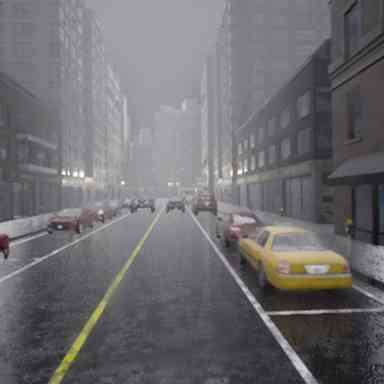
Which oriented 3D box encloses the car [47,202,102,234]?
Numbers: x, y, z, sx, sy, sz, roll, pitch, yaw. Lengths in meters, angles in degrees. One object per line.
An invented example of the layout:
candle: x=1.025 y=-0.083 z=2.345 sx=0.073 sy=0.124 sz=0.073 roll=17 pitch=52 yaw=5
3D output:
car: x=-6.784 y=1.509 z=19.064 sx=1.887 sy=1.381 sz=4.507 roll=0 pitch=0 yaw=-3

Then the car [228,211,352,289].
car: x=2.298 y=1.440 z=8.727 sx=1.752 sy=1.417 sz=4.829 roll=0 pitch=0 yaw=-3

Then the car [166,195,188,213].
car: x=-1.687 y=1.329 z=34.499 sx=1.837 sy=1.490 sz=4.892 roll=-1 pitch=0 yaw=-3

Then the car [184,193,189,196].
car: x=-0.018 y=1.258 z=52.524 sx=1.752 sy=1.417 sz=4.829 roll=0 pitch=0 yaw=-3

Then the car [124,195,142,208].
car: x=-8.232 y=1.295 z=46.436 sx=1.967 sy=1.590 sz=4.097 roll=0 pitch=0 yaw=-3

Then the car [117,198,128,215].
car: x=-7.364 y=1.466 z=30.013 sx=2.008 sy=1.369 sz=4.403 roll=0 pitch=0 yaw=-3

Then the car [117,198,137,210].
car: x=-7.942 y=1.417 z=40.961 sx=1.887 sy=1.381 sz=4.507 roll=0 pitch=0 yaw=-3

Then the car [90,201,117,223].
car: x=-7.074 y=1.379 z=24.538 sx=1.967 sy=1.590 sz=4.097 roll=0 pitch=0 yaw=-3

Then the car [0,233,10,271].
car: x=-6.205 y=1.567 z=8.116 sx=1.887 sy=1.381 sz=4.507 roll=0 pitch=0 yaw=-3

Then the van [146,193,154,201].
van: x=-9.970 y=1.137 z=79.282 sx=1.690 sy=1.788 sz=3.998 roll=0 pitch=0 yaw=-3

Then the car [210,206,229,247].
car: x=2.018 y=1.468 z=14.032 sx=1.802 sy=1.307 sz=4.206 roll=0 pitch=0 yaw=-3

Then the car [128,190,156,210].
car: x=-4.641 y=0.814 z=32.314 sx=2.150 sy=2.045 sz=5.566 roll=-1 pitch=0 yaw=-3

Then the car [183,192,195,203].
car: x=-0.589 y=1.025 z=63.304 sx=2.192 sy=1.841 sz=5.009 roll=0 pitch=0 yaw=-3

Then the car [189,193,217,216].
car: x=1.149 y=1.124 z=30.456 sx=2.192 sy=1.841 sz=5.009 roll=0 pitch=0 yaw=-3

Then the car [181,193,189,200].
car: x=-1.746 y=1.124 z=85.206 sx=1.967 sy=1.590 sz=4.097 roll=0 pitch=0 yaw=-3

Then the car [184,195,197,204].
car: x=-0.299 y=1.271 z=57.831 sx=2.008 sy=1.369 sz=4.403 roll=0 pitch=0 yaw=-3

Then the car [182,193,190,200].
car: x=-1.457 y=1.130 z=79.730 sx=1.967 sy=1.590 sz=4.097 roll=0 pitch=0 yaw=-3

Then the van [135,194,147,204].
van: x=-8.812 y=1.168 z=57.384 sx=1.690 sy=1.788 sz=3.998 roll=0 pitch=0 yaw=-3
